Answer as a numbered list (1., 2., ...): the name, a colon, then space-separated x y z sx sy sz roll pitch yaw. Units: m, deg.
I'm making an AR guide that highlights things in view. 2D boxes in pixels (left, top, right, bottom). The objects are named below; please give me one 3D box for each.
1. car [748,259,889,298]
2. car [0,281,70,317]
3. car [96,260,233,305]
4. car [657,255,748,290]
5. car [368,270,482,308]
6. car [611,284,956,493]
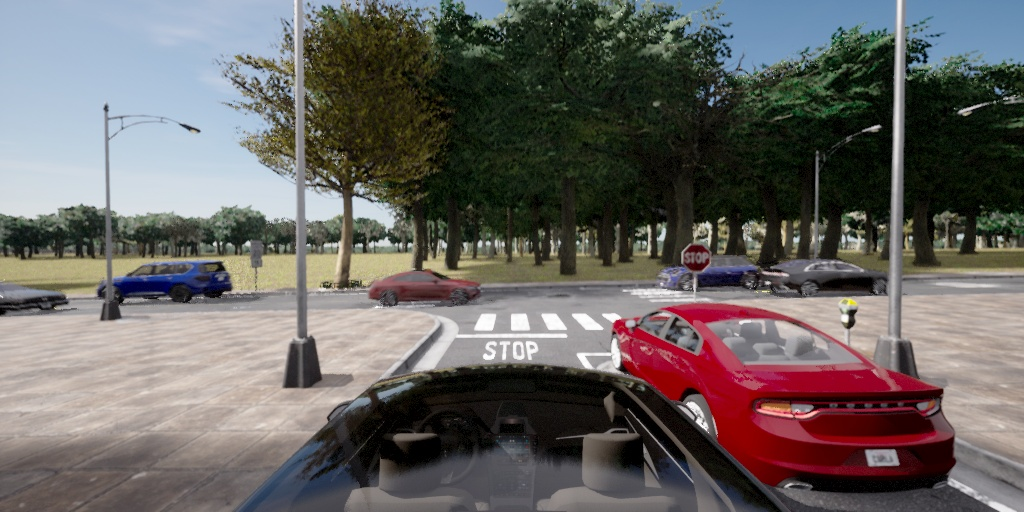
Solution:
1. car: 13.284 0.896 15.220 4.902 1.511 2.128 -1 1 0
2. car: -22.384 1.800 15.186 5.357 1.411 2.033 -1 1 0
3. car: -17.383 1.296 18.134 5.566 2.045 2.150 -1 1 0
4. car: 9.829 0.781 18.162 4.553 1.767 2.097 -1 1 0
5. car: -3.641 1.320 15.204 4.674 1.442 1.812 -1 1 0
6. car: 2.633 1.289 4.771 1.888 1.381 4.507 0 0 0
